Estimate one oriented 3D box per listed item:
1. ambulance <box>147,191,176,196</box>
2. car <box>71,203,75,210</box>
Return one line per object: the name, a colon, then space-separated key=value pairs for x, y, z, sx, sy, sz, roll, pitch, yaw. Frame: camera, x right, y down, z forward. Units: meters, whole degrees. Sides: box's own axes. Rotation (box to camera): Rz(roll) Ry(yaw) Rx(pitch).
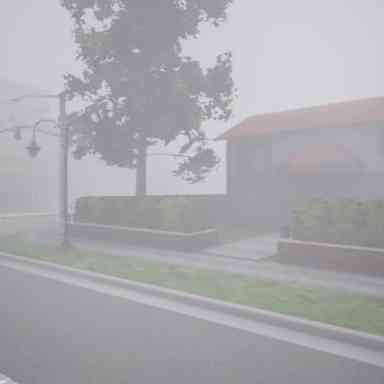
ambulance: x=-5.387 y=0.973 z=56.678 sx=2.351 sy=2.431 sz=6.366 roll=0 pitch=0 yaw=36
car: x=-12.509 y=1.455 z=41.059 sx=1.837 sy=1.490 sz=4.892 roll=0 pitch=0 yaw=36
